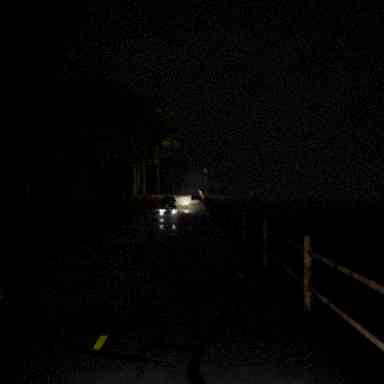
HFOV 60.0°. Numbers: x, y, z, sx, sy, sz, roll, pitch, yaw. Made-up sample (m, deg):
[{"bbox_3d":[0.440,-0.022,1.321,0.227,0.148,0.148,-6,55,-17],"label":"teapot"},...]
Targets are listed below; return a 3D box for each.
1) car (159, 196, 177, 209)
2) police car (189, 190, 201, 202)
[{"bbox_3d":[-2.889,1.295,41.347,1.837,1.490,4.892,0,1,0],"label":"car"},{"bbox_3d":[0.751,0.893,62.629,1.930,1.638,5.238,0,1,0],"label":"police car"}]
